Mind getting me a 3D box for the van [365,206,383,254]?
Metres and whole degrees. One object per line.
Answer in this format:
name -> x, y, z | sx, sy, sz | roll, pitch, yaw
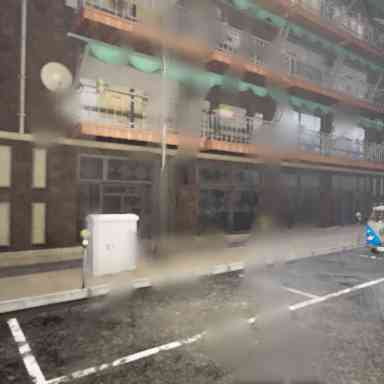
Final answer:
van -> 8.013, 1.374, 12.250 | 3.998, 1.788, 1.690 | 0, 1, -35
